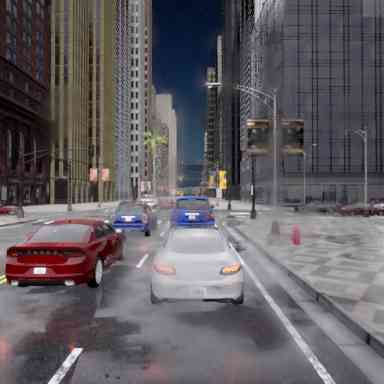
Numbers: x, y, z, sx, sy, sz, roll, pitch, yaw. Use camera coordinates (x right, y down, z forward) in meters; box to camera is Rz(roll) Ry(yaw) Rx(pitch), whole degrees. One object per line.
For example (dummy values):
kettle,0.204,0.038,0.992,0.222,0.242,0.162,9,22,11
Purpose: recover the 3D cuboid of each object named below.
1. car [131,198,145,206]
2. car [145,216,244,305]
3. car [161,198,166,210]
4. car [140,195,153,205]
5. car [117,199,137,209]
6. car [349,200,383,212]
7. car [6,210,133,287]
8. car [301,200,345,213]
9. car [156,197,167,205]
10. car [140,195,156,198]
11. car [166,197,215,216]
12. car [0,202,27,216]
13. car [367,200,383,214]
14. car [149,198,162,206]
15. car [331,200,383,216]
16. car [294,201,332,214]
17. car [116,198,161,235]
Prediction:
car,-9.798,1.827,60.765,1.812,1.442,4.674,0,0,1
car,0.102,1.534,8.003,1.812,1.442,4.674,0,0,0
car,-3.317,1.770,47.190,1.994,1.385,4.181,0,0,2
car,-9.726,1.609,71.339,2.150,2.045,5.566,0,0,0
car,-9.830,1.778,50.855,2.033,1.411,5.357,0,0,0
car,20.837,1.643,38.710,4.313,1.339,1.947,0,0,-1
car,-3.149,1.489,9.373,1.882,1.535,5.008,0,0,0
car,15.197,1.662,38.624,4.313,1.339,1.947,0,0,-1
car,-6.476,1.902,70.568,1.812,1.442,4.674,0,0,0
car,-6.582,1.452,50.898,2.150,2.045,5.566,0,0,0
car,0.032,1.257,17.705,2.150,2.045,5.566,0,0,1
car,-18.556,1.685,32.252,4.674,1.442,1.812,0,-1,-2
car,21.763,1.568,35.968,4.674,1.442,1.812,0,-1,-1
car,-6.550,1.805,60.610,1.837,1.490,4.892,0,0,1
car,15.325,1.577,30.101,4.206,1.307,1.802,0,0,-1
car,13.210,1.635,35.840,4.181,1.385,1.994,0,-1,-1
car,-3.144,1.391,18.600,2.097,1.767,4.553,0,0,0
